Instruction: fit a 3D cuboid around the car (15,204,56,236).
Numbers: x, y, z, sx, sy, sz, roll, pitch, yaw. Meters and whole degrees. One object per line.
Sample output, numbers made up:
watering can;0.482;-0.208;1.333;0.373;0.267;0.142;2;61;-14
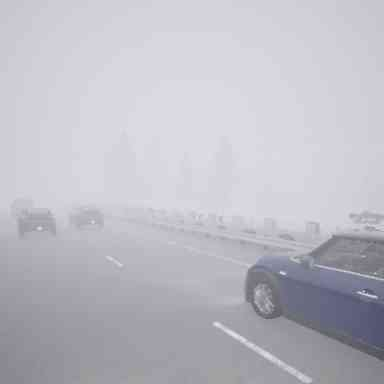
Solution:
car;-9.300;1.708;19.823;1.837;1.490;4.892;0;-1;-29

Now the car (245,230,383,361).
car;2.843;1.380;5.193;2.097;1.767;4.553;0;0;-29

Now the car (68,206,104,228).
car;-7.812;1.774;24.346;1.837;1.490;4.892;0;-1;-29

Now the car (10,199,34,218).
car;-18.833;1.792;36.957;2.150;2.045;5.566;0;-1;-29
